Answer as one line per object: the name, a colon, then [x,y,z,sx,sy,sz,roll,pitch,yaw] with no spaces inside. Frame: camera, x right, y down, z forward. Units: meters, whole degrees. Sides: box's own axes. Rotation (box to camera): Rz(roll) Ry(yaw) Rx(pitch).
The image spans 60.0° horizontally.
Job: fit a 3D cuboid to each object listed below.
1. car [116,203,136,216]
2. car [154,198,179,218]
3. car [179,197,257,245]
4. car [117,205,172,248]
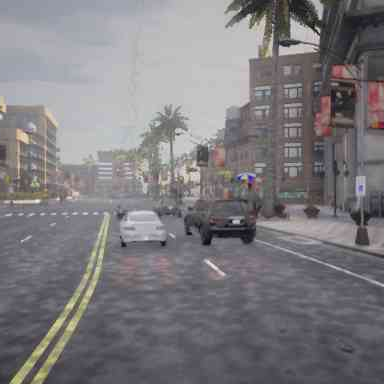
car: [-5.735,1.614,29.468,1.895,1.301,4.718,0,0,-13]
car: [-2.315,1.364,30.215,2.097,1.767,4.553,0,0,-13]
car: [1.123,1.256,15.676,2.150,2.045,5.566,0,0,-13]
car: [-2.277,1.531,14.841,1.812,1.442,4.674,0,0,-13]
